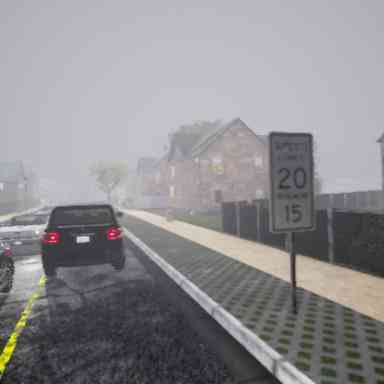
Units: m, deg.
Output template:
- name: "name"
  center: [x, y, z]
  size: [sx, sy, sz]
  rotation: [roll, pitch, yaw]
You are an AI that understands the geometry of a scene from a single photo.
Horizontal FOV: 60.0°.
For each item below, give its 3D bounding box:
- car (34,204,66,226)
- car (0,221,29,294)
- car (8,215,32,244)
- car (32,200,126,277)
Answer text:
- name: "car"
  center: [-11.502, 1.811, 27.175]
  size: [1.994, 1.385, 4.181]
  rotation: [-2, 0, -18]
- name: "car"
  center: [-4.669, 1.607, 6.181]
  size: [2.128, 1.511, 4.902]
  rotation: [-2, 0, -18]
- name: "car"
  center: [-7.732, 1.771, 15.565]
  size: [1.895, 1.301, 4.718]
  rotation: [-2, 0, -18]
- name: "car"
  center: [-3.418, 1.293, 10.875]
  size: [2.150, 2.045, 5.566]
  rotation: [-2, 0, -15]
